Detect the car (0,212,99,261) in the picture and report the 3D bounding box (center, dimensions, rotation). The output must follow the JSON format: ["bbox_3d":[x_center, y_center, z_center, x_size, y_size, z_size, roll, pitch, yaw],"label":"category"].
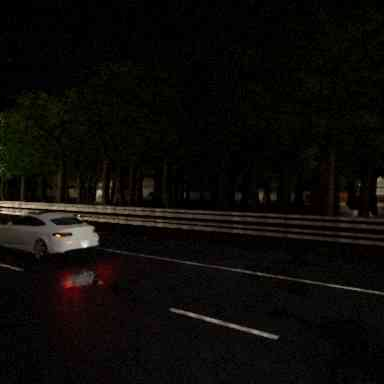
[{"bbox_3d":[-5.308,1.430,11.845,4.674,1.442,1.812,1,0,34],"label":"car"}]
